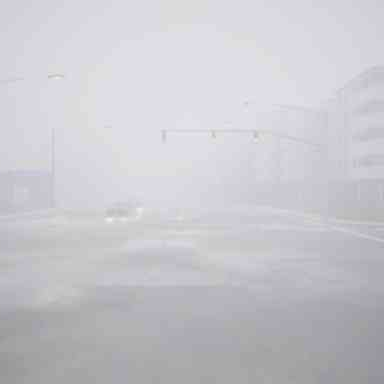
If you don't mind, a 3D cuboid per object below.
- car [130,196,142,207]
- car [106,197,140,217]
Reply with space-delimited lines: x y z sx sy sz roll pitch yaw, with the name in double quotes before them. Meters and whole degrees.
"car" -8.126 1.355 46.726 2.128 1.511 4.902 0 0 -16
"car" -6.430 1.478 30.697 2.033 1.411 5.357 0 0 0
